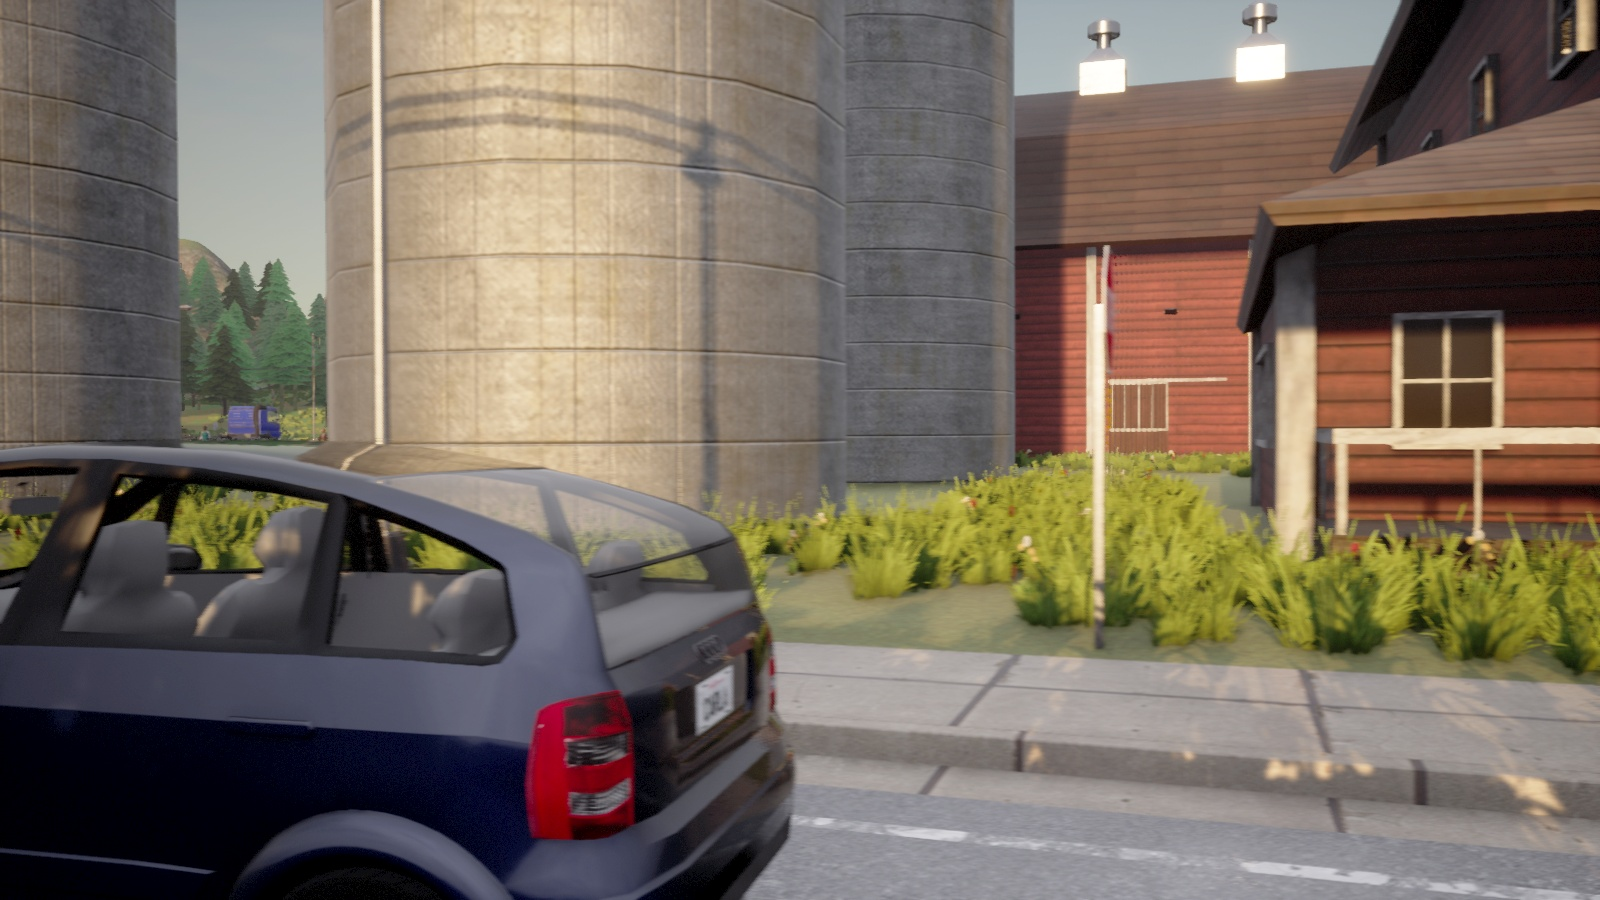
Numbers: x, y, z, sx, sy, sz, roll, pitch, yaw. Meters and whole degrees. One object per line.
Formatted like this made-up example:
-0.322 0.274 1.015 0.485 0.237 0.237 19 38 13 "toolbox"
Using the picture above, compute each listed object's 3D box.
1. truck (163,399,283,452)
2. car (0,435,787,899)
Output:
-38.894 -1.656 85.026 2.891 3.462 7.936 1 1 16 "truck"
-2.061 0.738 3.733 3.705 1.549 1.789 0 1 14 "car"
